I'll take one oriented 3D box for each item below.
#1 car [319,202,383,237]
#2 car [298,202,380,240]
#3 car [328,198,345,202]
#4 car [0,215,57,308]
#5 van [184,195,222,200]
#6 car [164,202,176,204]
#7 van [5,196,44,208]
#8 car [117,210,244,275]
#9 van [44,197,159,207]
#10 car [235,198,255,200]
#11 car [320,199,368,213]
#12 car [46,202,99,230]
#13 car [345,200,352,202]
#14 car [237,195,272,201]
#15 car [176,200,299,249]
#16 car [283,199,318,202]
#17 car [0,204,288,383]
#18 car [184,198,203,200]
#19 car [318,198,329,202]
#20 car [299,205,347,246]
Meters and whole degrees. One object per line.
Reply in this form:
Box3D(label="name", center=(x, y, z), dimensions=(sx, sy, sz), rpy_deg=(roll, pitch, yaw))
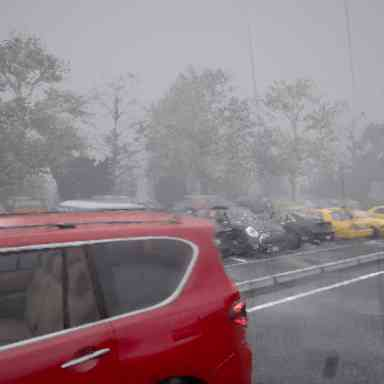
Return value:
Box3D(label="car", center=(8.419, 1.525, 17.881), dimensions=(1.946, 1.575, 5.366), rpy_deg=(1, 0, -35))
Box3D(label="car", center=(6.041, 1.508, 16.648), dimensions=(1.946, 1.575, 5.366), rpy_deg=(0, 0, -35))
Box3D(label="car", center=(14.453, 1.696, 38.386), dimensions=(2.163, 1.488, 4.792), rpy_deg=(1, 0, -35))
Box3D(label="car", center=(-5.151, 1.522, 8.448), dimensions=(2.163, 1.488, 4.792), rpy_deg=(0, 0, -35))
Box3D(label="van", center=(0.713, 1.300, 28.821), dimensions=(1.878, 1.987, 4.442), rpy_deg=(0, 0, -35))
Box3D(label="car", center=(-3.651, 1.526, 25.619), dimensions=(2.163, 1.488, 4.792), rpy_deg=(0, 0, -35))
Box3D(label="van", center=(-10.478, 1.263, 20.884), dimensions=(1.878, 1.987, 4.442), rpy_deg=(0, 0, -35))
Box3D(label="car", center=(-0.656, 1.521, 11.708), dimensions=(2.163, 1.488, 4.792), rpy_deg=(0, 0, -35))
Box3D(label="van", center=(-2.971, 1.266, 10.173), dimensions=(1.878, 1.987, 4.442), rpy_deg=(0, 0, -35))
Box3D(label="car", center=(3.156, 1.577, 30.376), dimensions=(2.163, 1.488, 4.792), rpy_deg=(1, 0, -35))
Box3D(label="car", center=(18.857, 1.712, 41.539), dimensions=(2.097, 1.535, 5.008), rpy_deg=(1, 0, -35))
Box3D(label="car", center=(-8.154, 1.489, 22.396), dimensions=(2.097, 1.535, 5.008), rpy_deg=(0, 0, -35))
Box3D(label="car", center=(16.576, 1.563, 39.967), dimensions=(2.185, 1.767, 4.553), rpy_deg=(1, 0, -35))
Box3D(label="car", center=(5.384, 1.320, 32.025), dimensions=(2.435, 2.045, 5.566), rpy_deg=(1, 0, -35))
Box3D(label="car", center=(1.605, 1.368, 13.314), dimensions=(2.185, 1.767, 4.553), rpy_deg=(0, 0, -35))
Box3D(label="car", center=(10.024, 1.616, 35.054), dimensions=(1.946, 1.575, 5.366), rpy_deg=(1, 0, -35))
Box3D(label="car", center=(-2.057, 1.221, 2.217), dimensions=(5.566, 2.045, 2.150), rpy_deg=(0, 0, -36))
Box3D(label="car", center=(-1.498, 1.537, 27.145), dimensions=(2.163, 1.488, 4.792), rpy_deg=(0, 0, -35))
Box3D(label="car", center=(12.178, 1.683, 36.805), dimensions=(2.002, 1.452, 4.674), rpy_deg=(1, 0, -35))
Box3D(label="car", center=(3.894, 1.500, 14.891), dimensions=(2.231, 1.521, 4.892), rpy_deg=(0, 0, -35))
